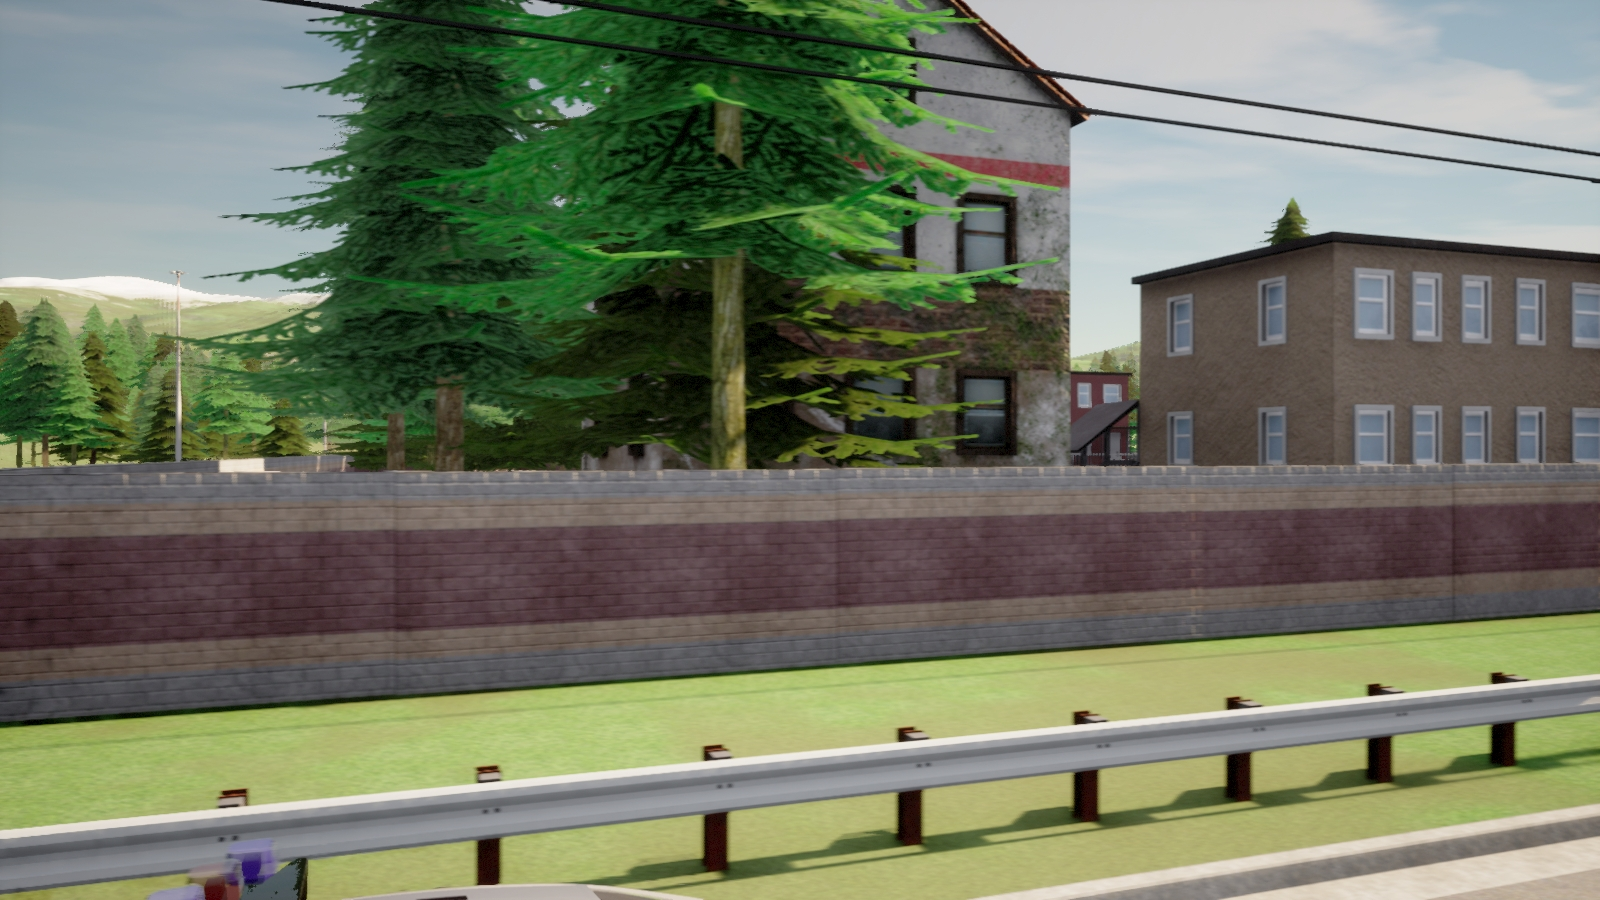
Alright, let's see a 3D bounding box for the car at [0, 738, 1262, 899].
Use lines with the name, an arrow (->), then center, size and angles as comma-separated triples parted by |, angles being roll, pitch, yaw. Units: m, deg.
car -> -1.509, 1.982, 2.750 | 5.238, 1.638, 2.097 | 0, 0, -20
